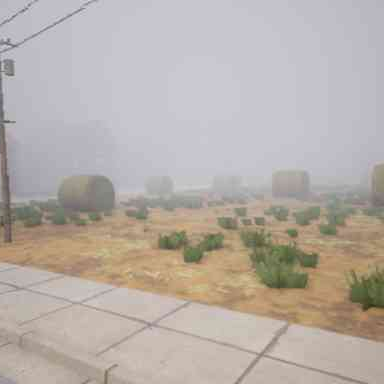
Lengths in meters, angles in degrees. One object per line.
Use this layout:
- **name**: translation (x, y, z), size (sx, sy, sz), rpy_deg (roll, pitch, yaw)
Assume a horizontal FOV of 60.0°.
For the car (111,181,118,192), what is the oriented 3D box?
- **car**: translation (-15.882, -1.113, 66.551), size (1.905, 1.878, 3.866), rpy_deg (4, 3, -11)
